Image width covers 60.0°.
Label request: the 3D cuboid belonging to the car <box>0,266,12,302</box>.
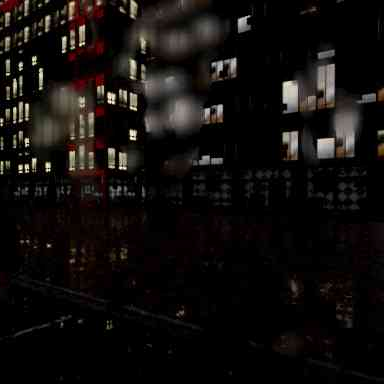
[{"bbox_3d":[-5.571,1.526,6.842,4.829,1.417,1.752,0,0,36],"label":"car"}]
